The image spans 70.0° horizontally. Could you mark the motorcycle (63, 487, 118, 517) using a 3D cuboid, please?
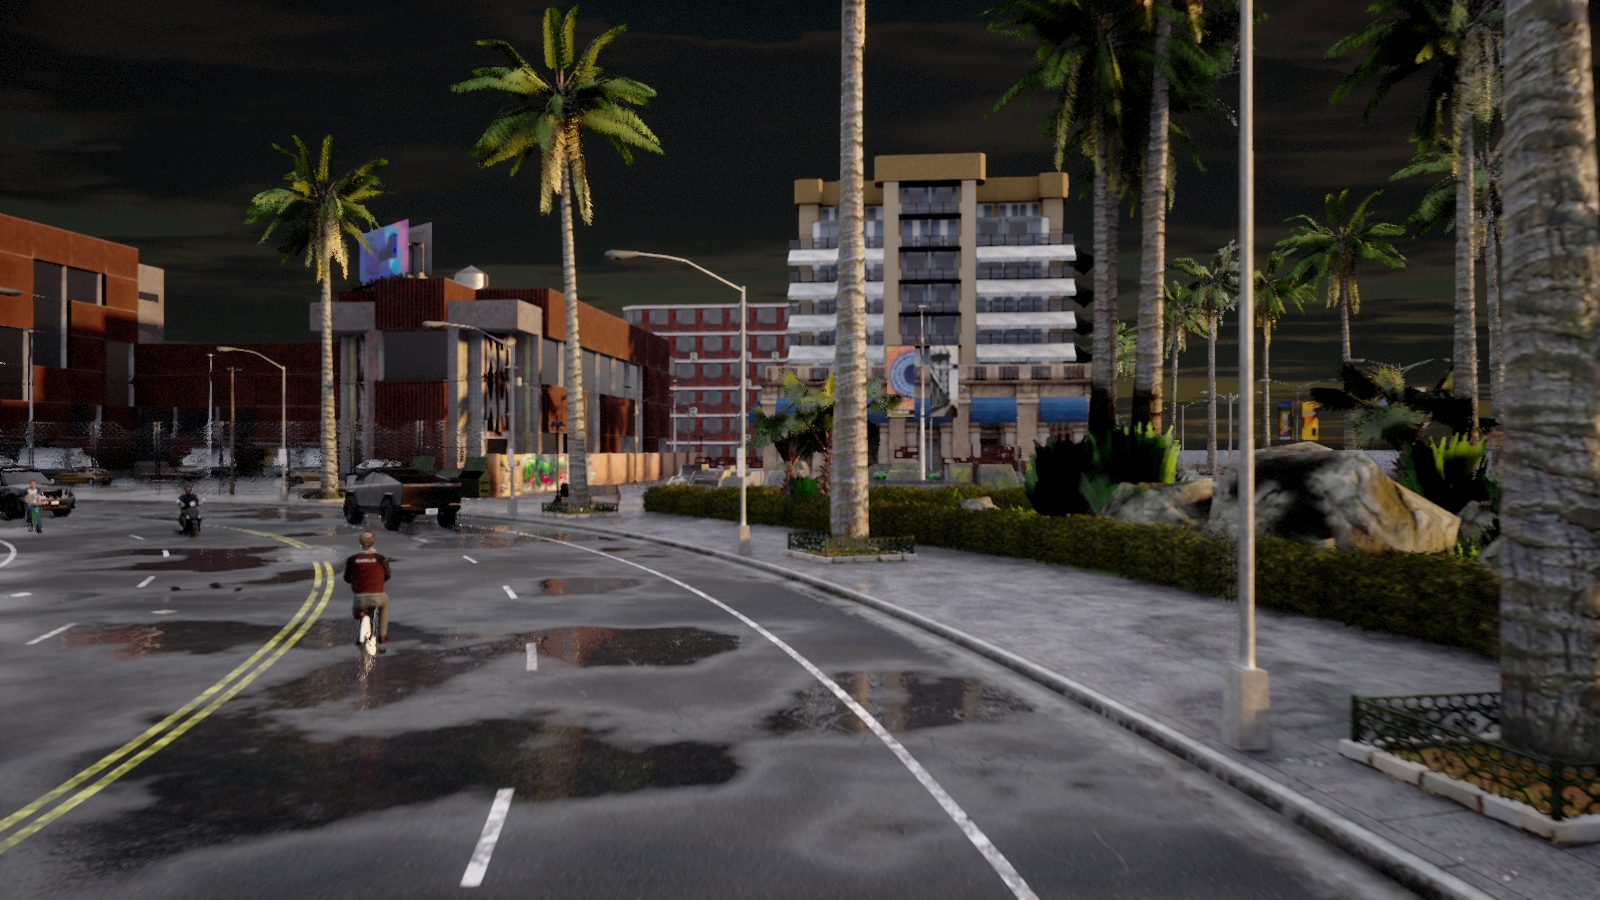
[{"bbox_3d":[-29.924,2.186,48.199,1.805,1.236,0.856,0,0,6],"label":"motorcycle"}]

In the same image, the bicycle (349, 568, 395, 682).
[{"bbox_3d":[-5.500,2.211,14.730,0.329,1.171,1.835,-1,0,-14],"label":"bicycle"}]

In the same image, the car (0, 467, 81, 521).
[{"bbox_3d":[-32.685,1.783,47.394,5.566,2.045,2.150,0,0,25],"label":"car"}]

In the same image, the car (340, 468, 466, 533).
[{"bbox_3d":[-14.581,1.755,41.695,2.390,2.098,6.274,0,0,-39],"label":"car"}]

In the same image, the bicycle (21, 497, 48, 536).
[{"bbox_3d":[-25.509,2.209,38.077,1.643,1.196,0.373,0,1,43],"label":"bicycle"}]
